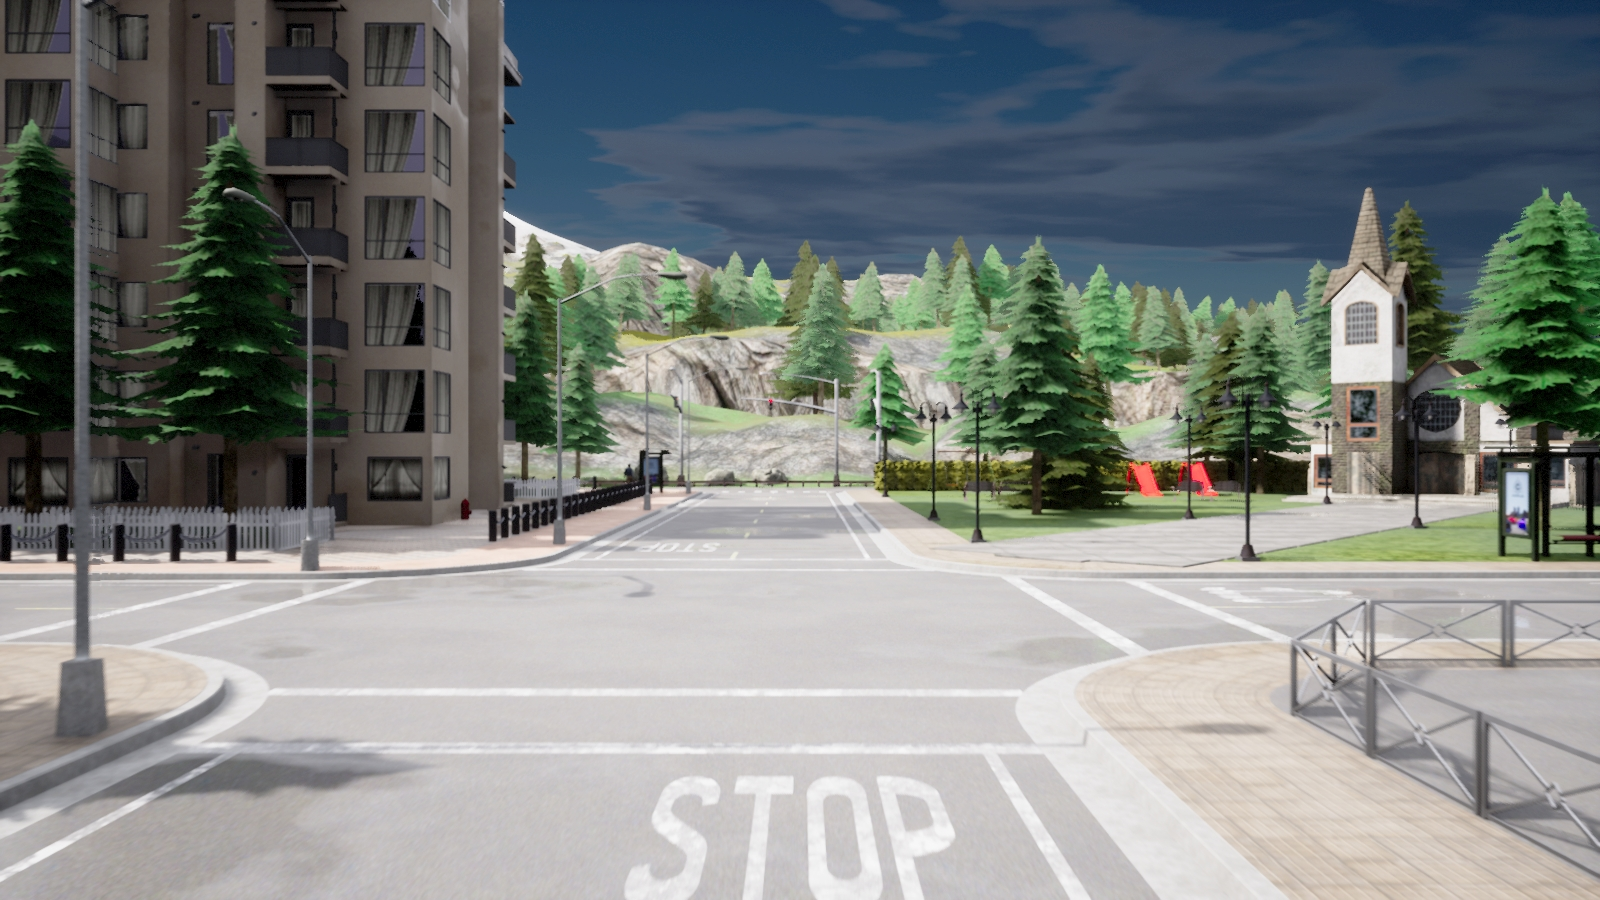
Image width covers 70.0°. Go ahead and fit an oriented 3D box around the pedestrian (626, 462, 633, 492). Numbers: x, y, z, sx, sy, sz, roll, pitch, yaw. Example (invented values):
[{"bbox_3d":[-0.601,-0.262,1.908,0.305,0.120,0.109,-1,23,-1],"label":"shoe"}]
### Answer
[{"bbox_3d":[-10.618,1.671,71.204,0.375,1.860,0.375,0,0,0],"label":"pedestrian"}]
